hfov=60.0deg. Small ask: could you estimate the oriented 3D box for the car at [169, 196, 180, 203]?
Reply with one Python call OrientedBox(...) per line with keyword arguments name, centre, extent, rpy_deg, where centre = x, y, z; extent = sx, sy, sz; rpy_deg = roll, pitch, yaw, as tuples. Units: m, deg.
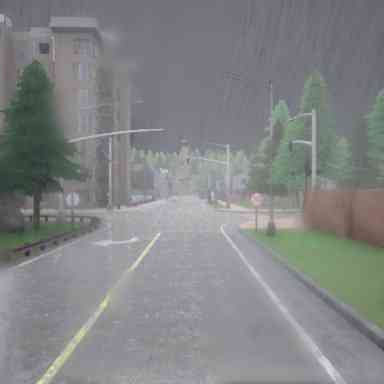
OrientedBox(name="car", centre=(-3.500, 1.453, 67.831), extent=(1.812, 1.442, 4.674), rpy_deg=(0, 0, 0))
